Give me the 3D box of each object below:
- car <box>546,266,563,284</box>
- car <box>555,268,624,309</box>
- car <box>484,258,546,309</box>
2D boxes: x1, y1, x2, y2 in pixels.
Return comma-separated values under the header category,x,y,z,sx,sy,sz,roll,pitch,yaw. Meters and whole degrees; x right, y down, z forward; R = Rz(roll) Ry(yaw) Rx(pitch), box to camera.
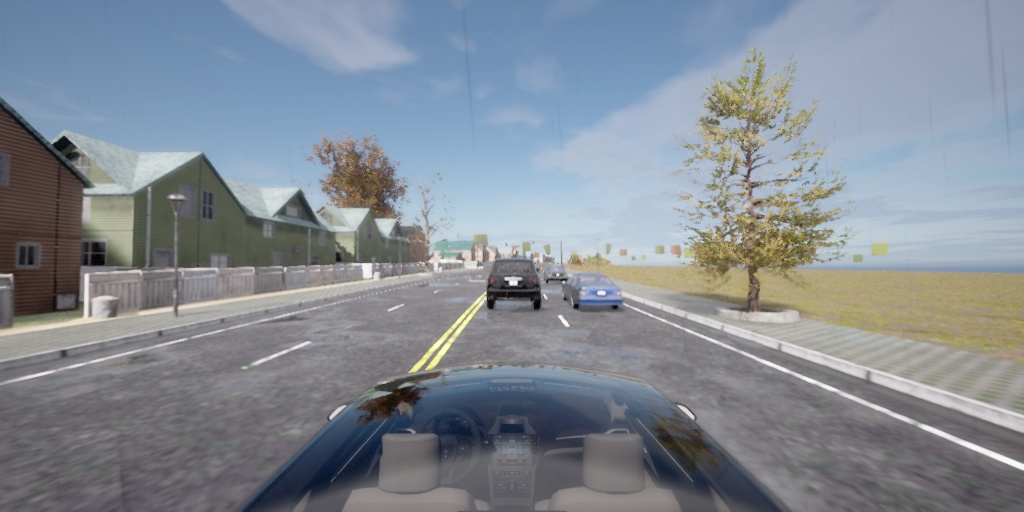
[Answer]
category,x,y,z,sx,sy,sz,roll,pitch,yaw
car,3.684,1.588,30.686,2.033,1.411,5.357,0,-1,2
car,3.344,1.435,15.766,2.033,1.411,5.357,0,-1,1
car,0.094,1.106,15.829,2.150,2.045,5.566,0,0,1
